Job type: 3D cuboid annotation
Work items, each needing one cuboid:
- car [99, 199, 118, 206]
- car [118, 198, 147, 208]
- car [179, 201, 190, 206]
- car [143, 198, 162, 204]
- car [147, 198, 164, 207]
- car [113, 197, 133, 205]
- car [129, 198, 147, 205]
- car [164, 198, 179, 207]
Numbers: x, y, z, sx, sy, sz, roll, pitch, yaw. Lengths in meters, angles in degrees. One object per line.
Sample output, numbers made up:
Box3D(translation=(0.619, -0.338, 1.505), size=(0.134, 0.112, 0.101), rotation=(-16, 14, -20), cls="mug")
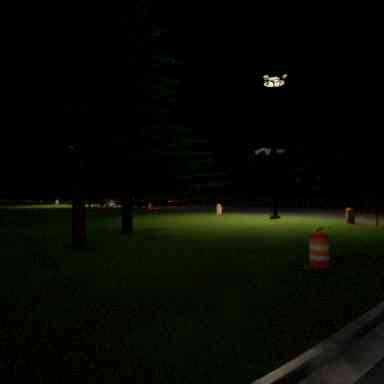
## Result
Box3D(translation=(-16.956, 2.064, 66.417), size=(2.128, 1.511, 4.902), rotation=(0, 0, -39), cls="car")
Box3D(translation=(-10.503, 1.958, 58.445), size=(2.128, 1.511, 4.902), rotation=(0, -1, -38), cls="car")
Box3D(translation=(-2.495, 1.799, 65.247), size=(2.097, 1.767, 4.553), rotation=(0, 0, -38), cls="car")
Box3D(translation=(-8.782, 1.976, 73.007), size=(1.895, 1.301, 4.718), rotation=(0, 0, -39), cls="car")
Box3D(translation=(-7.679, 1.962, 60.517), size=(1.837, 1.490, 4.892), rotation=(0, -1, -38), cls="car")
Box3D(translation=(-14.226, 1.873, 68.607), size=(1.882, 1.535, 5.008), rotation=(0, 0, -39), cls="car")
Box3D(translation=(-11.495, 1.940, 70.795), size=(1.994, 1.385, 4.181), rotation=(0, 0, -39), cls="car")
Box3D(translation=(-5.220, 1.946, 63.049), size=(2.128, 1.511, 4.902), rotation=(0, 0, -38), cls="car")
